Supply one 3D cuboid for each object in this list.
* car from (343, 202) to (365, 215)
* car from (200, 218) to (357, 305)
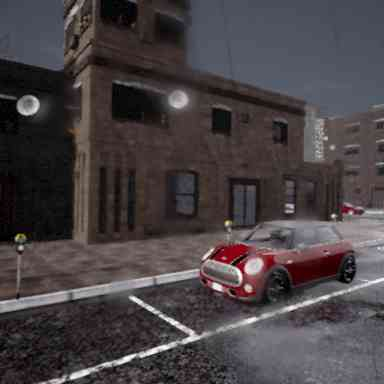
[{"bbox_3d":[15.459,1.699,34.319,1.887,1.381,4.507,1,-1,-35],"label":"car"},{"bbox_3d":[2.159,1.457,8.083,4.097,1.590,1.967,0,1,-36],"label":"car"}]
